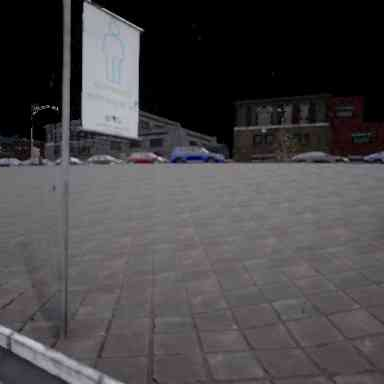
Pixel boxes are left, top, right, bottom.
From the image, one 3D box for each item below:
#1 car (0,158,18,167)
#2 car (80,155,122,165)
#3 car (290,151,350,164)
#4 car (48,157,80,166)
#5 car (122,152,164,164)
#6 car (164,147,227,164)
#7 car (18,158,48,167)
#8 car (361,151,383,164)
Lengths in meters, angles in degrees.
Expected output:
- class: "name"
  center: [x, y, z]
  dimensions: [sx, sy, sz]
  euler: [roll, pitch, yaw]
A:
- class: "car"
  center: [-24.294, -3.779, 45.042]
  dimensions: [4.553, 1.767, 2.185]
  euler: [1, 1, 31]
- class: "car"
  center: [-9.604, -3.352, 37.178]
  dimensions: [4.892, 1.521, 2.231]
  euler: [1, 1, 27]
- class: "car"
  center: [10.761, -2.702, 28.154]
  dimensions: [4.674, 1.452, 2.002]
  euler: [2, 1, 22]
- class: "car"
  center: [-14.436, -3.411, 39.636]
  dimensions: [4.674, 1.452, 2.002]
  euler: [1, 1, 28]
- class: "car"
  center: [-4.523, -3.357, 34.736]
  dimensions: [4.553, 1.767, 2.185]
  euler: [1, 1, 26]
- class: "car"
  center: [0.578, -3.340, 32.398]
  dimensions: [5.566, 2.045, 2.435]
  euler: [2, 1, 25]
- class: "car"
  center: [-19.300, -3.521, 42.242]
  dimensions: [4.792, 1.488, 2.163]
  euler: [1, 1, 29]
- class: "car"
  center: [15.932, -2.495, 26.170]
  dimensions: [4.674, 1.452, 2.002]
  euler: [2, 1, 21]
